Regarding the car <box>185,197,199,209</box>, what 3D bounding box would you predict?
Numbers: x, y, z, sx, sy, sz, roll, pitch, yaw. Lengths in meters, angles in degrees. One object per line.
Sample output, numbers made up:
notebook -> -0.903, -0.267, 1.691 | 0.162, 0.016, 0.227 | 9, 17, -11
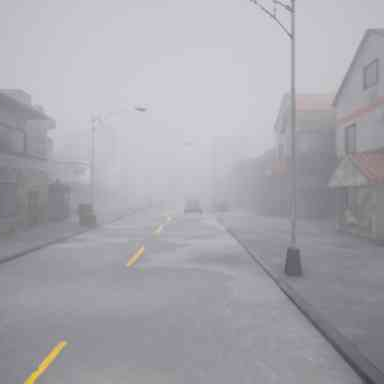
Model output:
car -> 0.029, 1.539, 46.959 | 1.837, 1.490, 4.892 | 0, 1, 1

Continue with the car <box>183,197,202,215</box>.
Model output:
car -> 0.108, 1.571, 34.296 | 2.033, 1.411, 5.357 | 0, 0, 0
